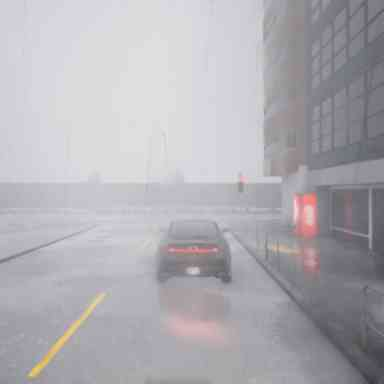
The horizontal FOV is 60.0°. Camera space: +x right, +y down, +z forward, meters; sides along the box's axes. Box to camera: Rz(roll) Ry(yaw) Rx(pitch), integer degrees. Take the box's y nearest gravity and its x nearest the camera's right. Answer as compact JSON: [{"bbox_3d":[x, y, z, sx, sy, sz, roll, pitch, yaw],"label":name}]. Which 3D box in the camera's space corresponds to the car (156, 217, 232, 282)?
[{"bbox_3d":[0.054,1.488,9.727,1.837,1.490,4.892,0,0,0],"label":"car"}]
